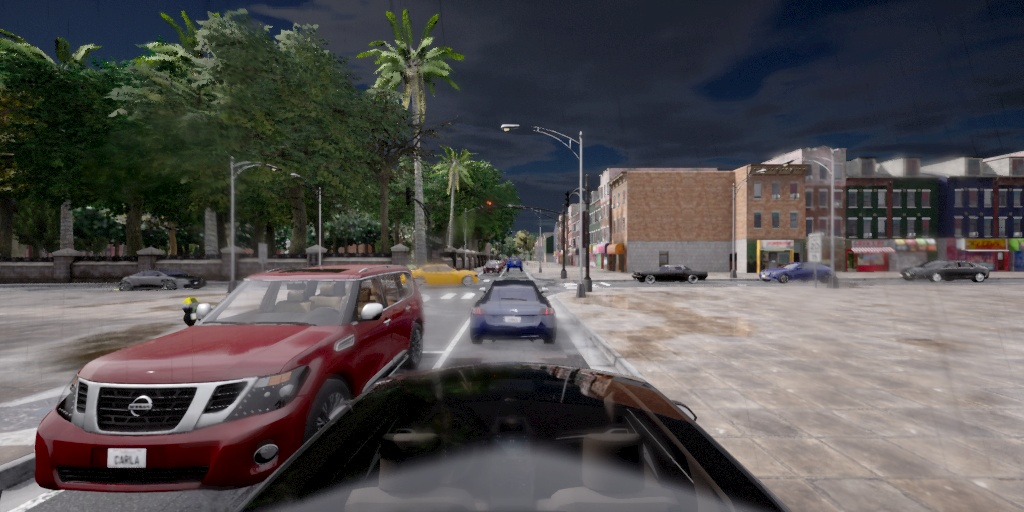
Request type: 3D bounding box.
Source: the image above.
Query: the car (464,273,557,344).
[{"bbox_3d":[0.042,1.316,9.585,1.994,1.385,4.181,0,0,0],"label":"car"}]

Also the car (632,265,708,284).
[{"bbox_3d":[10.982,1.279,25.271,4.718,1.301,1.895,0,0,1],"label":"car"}]

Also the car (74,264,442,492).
[{"bbox_3d":[-2.622,1.065,4.970,2.192,1.841,5.009,0,0,0],"label":"car"}]

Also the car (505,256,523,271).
[{"bbox_3d":[0.397,1.085,52.001,2.150,2.045,5.566,0,0,0],"label":"car"}]

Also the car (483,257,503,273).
[{"bbox_3d":[-2.399,1.268,43.115,1.967,1.591,4.097,0,0,0],"label":"car"}]

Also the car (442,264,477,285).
[{"bbox_3d":[-4.744,1.282,23.816,5.008,1.535,1.882,-1,1,-21],"label":"car"}]

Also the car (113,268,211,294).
[{"bbox_3d":[-21.784,1.529,22.458,4.181,1.385,1.994,-1,0,0],"label":"car"}]

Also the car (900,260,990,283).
[{"bbox_3d":[30.271,1.072,25.167,4.892,1.490,1.837,0,0,0],"label":"car"}]

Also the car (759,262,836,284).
[{"bbox_3d":[20.030,1.145,25.218,4.674,1.442,1.812,0,0,0],"label":"car"}]

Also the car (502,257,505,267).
[{"bbox_3d":[-2.365,1.290,48.803,1.967,1.591,4.097,0,0,0],"label":"car"}]
